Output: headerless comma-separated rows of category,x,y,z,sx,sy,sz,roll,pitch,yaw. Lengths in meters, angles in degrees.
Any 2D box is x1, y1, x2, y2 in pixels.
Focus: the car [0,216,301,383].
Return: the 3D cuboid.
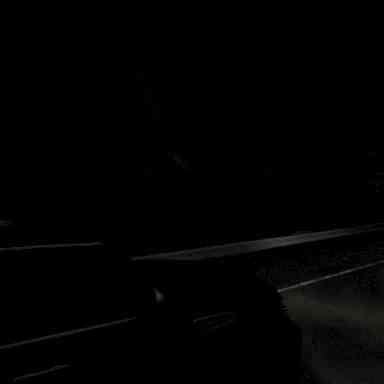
car,-1.536,1.221,2.654,5.566,2.045,2.150,-1,0,-36
